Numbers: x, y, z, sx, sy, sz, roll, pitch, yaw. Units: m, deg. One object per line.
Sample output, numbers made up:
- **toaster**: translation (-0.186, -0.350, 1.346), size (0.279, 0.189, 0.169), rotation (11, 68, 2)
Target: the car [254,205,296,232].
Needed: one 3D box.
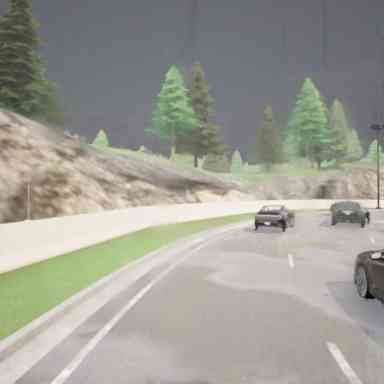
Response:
- **car**: translation (5.237, 1.545, 20.673), size (2.128, 1.511, 4.902), rotation (0, 0, 26)

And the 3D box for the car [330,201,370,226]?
- **car**: translation (11.522, 1.463, 23.984), size (2.097, 1.767, 4.553), rotation (1, 0, 33)

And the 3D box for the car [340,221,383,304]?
- **car**: translation (4.320, 1.532, 5.510), size (2.128, 1.511, 4.902), rotation (0, 0, 7)

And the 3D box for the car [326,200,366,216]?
- **car**: translation (16.389, 1.649, 35.223), size (4.902, 1.511, 2.128), rotation (1, 0, -43)
